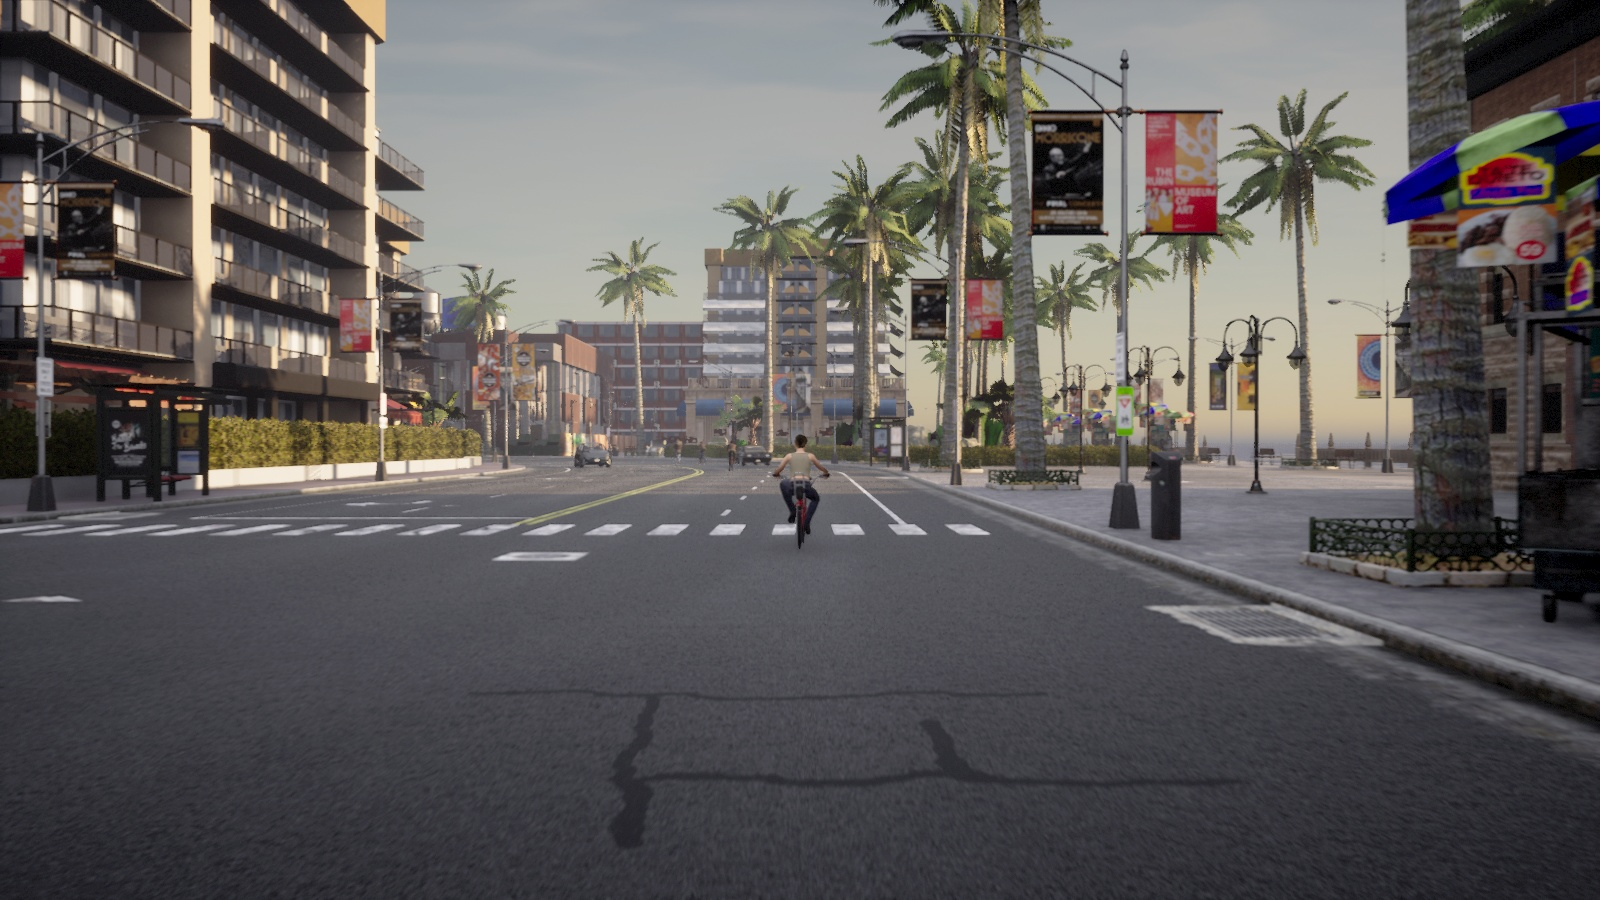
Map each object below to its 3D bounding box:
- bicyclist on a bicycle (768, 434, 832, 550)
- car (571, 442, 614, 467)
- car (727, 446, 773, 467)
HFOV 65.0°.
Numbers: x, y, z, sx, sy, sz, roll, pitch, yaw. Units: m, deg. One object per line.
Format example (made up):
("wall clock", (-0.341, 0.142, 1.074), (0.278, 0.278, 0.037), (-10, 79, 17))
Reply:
("bicyclist on a bicycle", (0.022, 0.581, 18.184), (0.866, 1.612, 1.509), (0, 0, 2))
("car", (-12.716, 0.250, 76.787), (2.007, 1.525, 4.514), (0, 0, -17))
("car", (-3.314, 0.382, 82.010), (1.895, 1.301, 4.718), (0, 0, -17))
